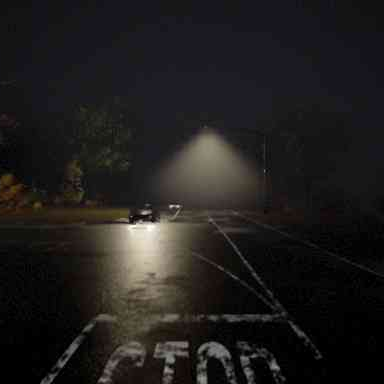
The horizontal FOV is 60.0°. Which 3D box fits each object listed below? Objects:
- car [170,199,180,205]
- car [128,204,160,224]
[{"bbox_3d":[-3.745,2.176,72.071,1.895,1.301,4.718,0,0,3],"label":"car"},{"bbox_3d":[-3.506,1.656,25.438,2.033,1.411,5.357,1,-2,0],"label":"car"}]
